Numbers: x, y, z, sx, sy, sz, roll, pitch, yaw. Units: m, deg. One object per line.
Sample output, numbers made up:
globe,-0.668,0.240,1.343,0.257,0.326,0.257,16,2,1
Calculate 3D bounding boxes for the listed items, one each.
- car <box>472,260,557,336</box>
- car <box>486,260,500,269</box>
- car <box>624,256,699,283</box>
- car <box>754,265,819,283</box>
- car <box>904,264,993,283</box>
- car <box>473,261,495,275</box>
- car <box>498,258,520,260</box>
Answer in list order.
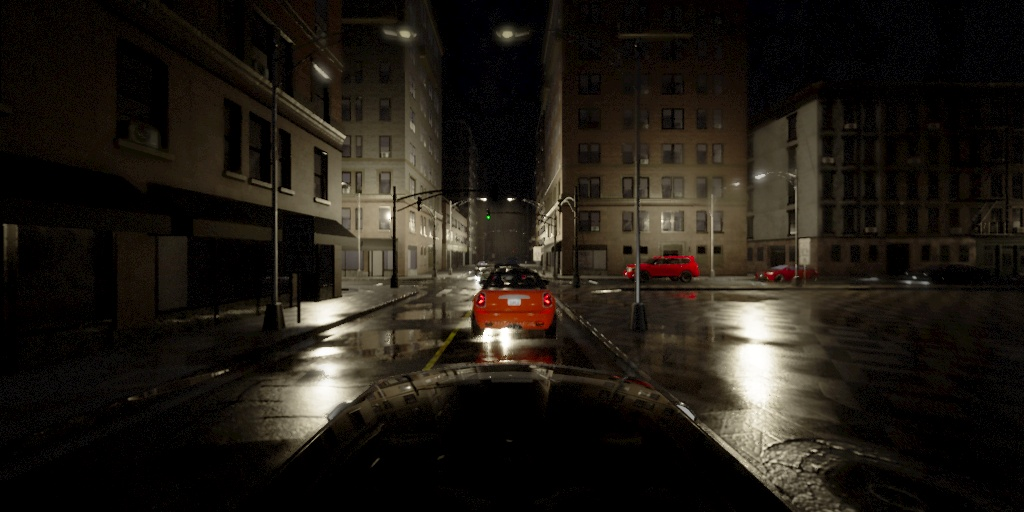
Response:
car,0.059,1.125,10.661,2.097,1.767,4.553,0,0,0
car,-3.199,1.456,61.626,2.033,1.411,5.357,0,0,0
car,11.805,1.046,28.446,5.566,2.045,2.150,0,0,0
car,21.794,1.390,28.525,4.181,1.385,1.994,0,0,0
car,34.819,1.375,28.637,5.357,1.411,2.033,0,0,0
car,-3.175,1.345,41.108,2.128,1.511,4.902,0,0,0
car,-0.596,1.150,20.213,2.097,1.767,4.553,0,0,-11
